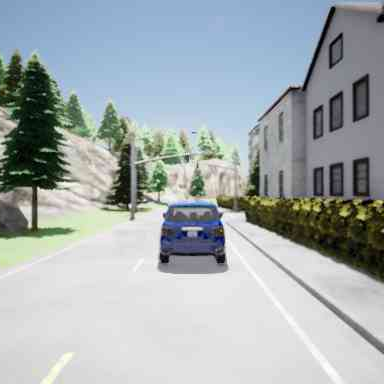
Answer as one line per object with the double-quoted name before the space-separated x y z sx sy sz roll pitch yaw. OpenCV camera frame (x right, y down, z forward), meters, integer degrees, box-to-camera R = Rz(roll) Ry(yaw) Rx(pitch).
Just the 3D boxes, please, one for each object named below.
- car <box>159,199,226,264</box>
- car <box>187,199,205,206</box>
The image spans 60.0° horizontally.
"car" 0.026 1.353 12.550 2.150 2.045 5.566 0 0 0
"car" 0.881 2.311 76.007 2.033 1.411 5.357 0 -1 26
